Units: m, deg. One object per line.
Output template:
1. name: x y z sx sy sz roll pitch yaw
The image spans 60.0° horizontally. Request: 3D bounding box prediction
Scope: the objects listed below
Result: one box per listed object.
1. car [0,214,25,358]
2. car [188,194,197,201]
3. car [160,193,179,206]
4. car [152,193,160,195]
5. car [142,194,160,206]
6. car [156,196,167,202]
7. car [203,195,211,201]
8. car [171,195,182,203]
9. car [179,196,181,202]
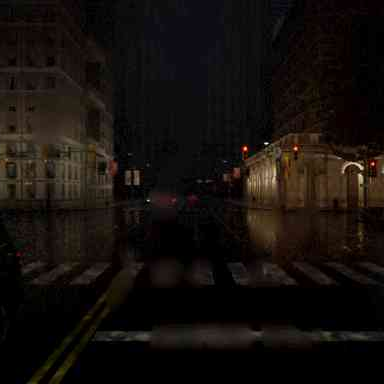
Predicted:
1. car: -3.589 1.221 2.780 2.150 2.045 5.566 0 0 -1
2. car: 0.122 1.279 78.555 2.097 1.767 4.553 0 0 1
3. car: -3.625 1.352 54.594 2.097 1.767 4.553 0 0 0
4. car: -7.042 1.221 65.398 2.150 2.045 5.566 0 0 1
5. car: -7.133 1.547 55.523 2.033 1.411 5.357 0 0 0
6. car: -6.904 1.539 75.826 2.033 1.411 5.357 0 0 1
7. car: 3.623 1.464 78.553 2.033 1.411 5.357 0 0 1
8. car: -3.420 1.525 74.165 2.128 1.511 4.902 0 0 1
9. car: -3.569 1.547 64.066 2.033 1.411 5.357 0 0 1
